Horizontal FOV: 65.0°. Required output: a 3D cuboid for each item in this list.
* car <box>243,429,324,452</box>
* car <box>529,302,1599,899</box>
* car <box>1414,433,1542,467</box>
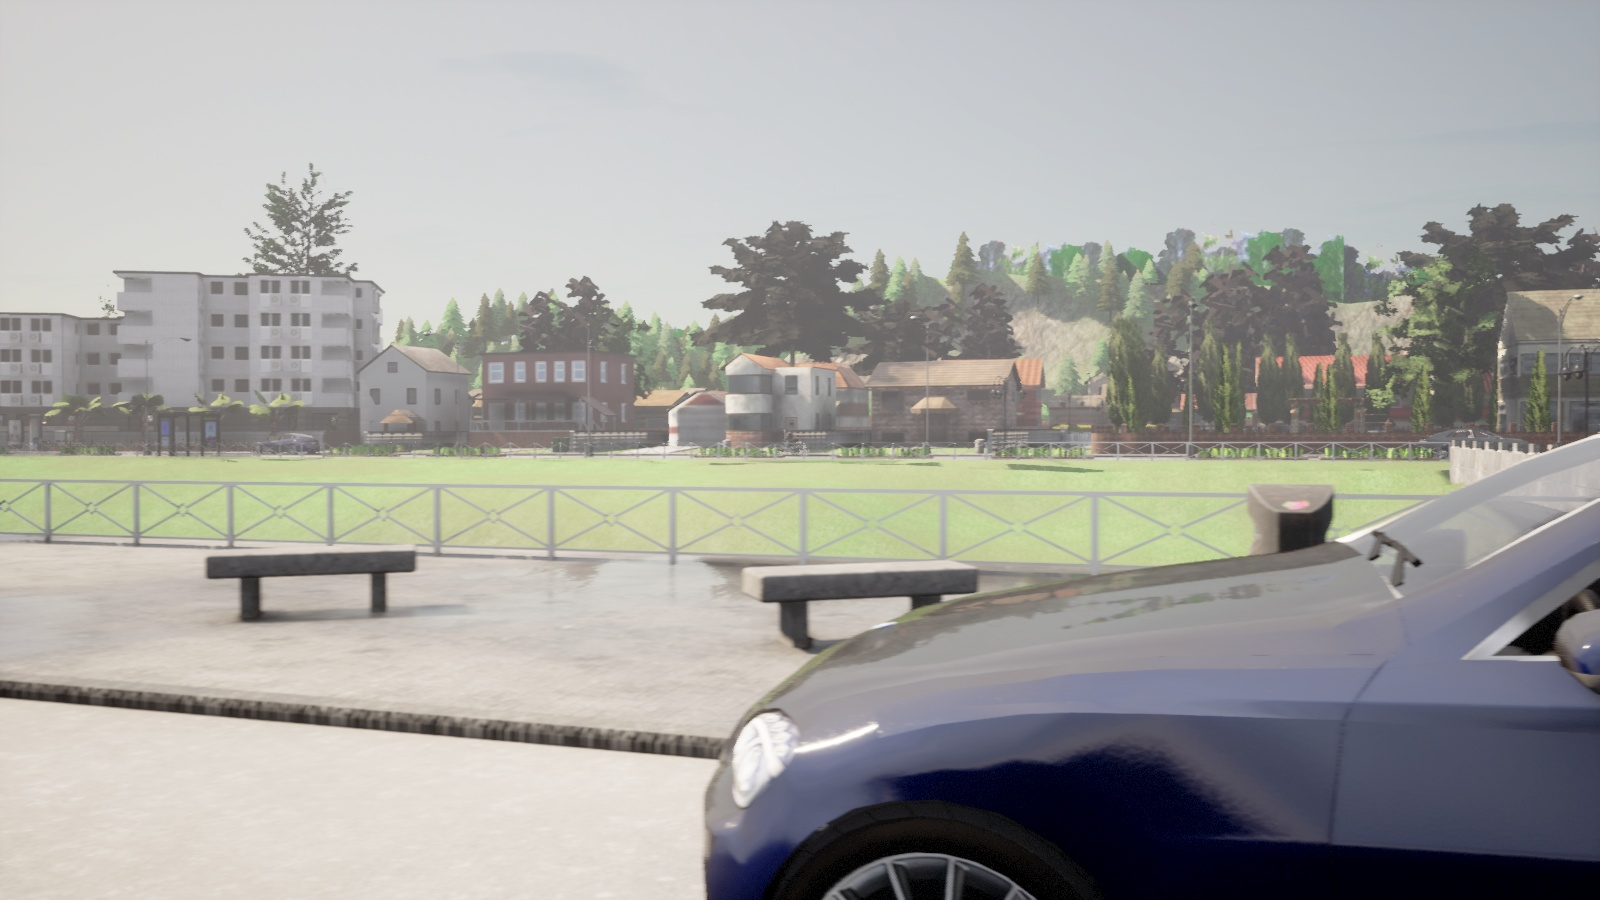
[{"bbox_3d":[-34.880,-0.662,84.766,4.792,1.488,2.163,1,1,19],"label":"car"},{"bbox_3d":[2.125,0.565,3.001,5.027,1.651,2.152,1,1,19],"label":"car"},{"bbox_3d":[31.352,-0.032,58.245,4.902,1.511,2.128,1,1,19],"label":"car"}]
